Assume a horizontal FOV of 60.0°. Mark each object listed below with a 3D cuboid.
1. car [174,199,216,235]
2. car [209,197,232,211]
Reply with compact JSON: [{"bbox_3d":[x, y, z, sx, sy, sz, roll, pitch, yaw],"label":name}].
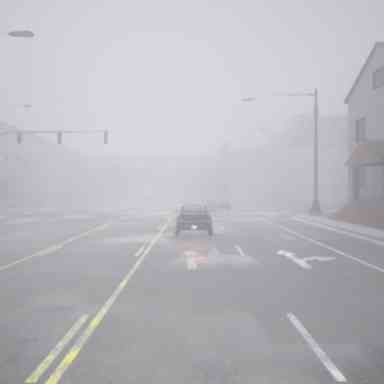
[{"bbox_3d":[0.098,1.364,17.846,1.837,1.490,4.892,0,0,0],"label":"car"},{"bbox_3d":[2.581,1.283,35.792,2.033,1.411,5.357,0,1,-14],"label":"car"}]
